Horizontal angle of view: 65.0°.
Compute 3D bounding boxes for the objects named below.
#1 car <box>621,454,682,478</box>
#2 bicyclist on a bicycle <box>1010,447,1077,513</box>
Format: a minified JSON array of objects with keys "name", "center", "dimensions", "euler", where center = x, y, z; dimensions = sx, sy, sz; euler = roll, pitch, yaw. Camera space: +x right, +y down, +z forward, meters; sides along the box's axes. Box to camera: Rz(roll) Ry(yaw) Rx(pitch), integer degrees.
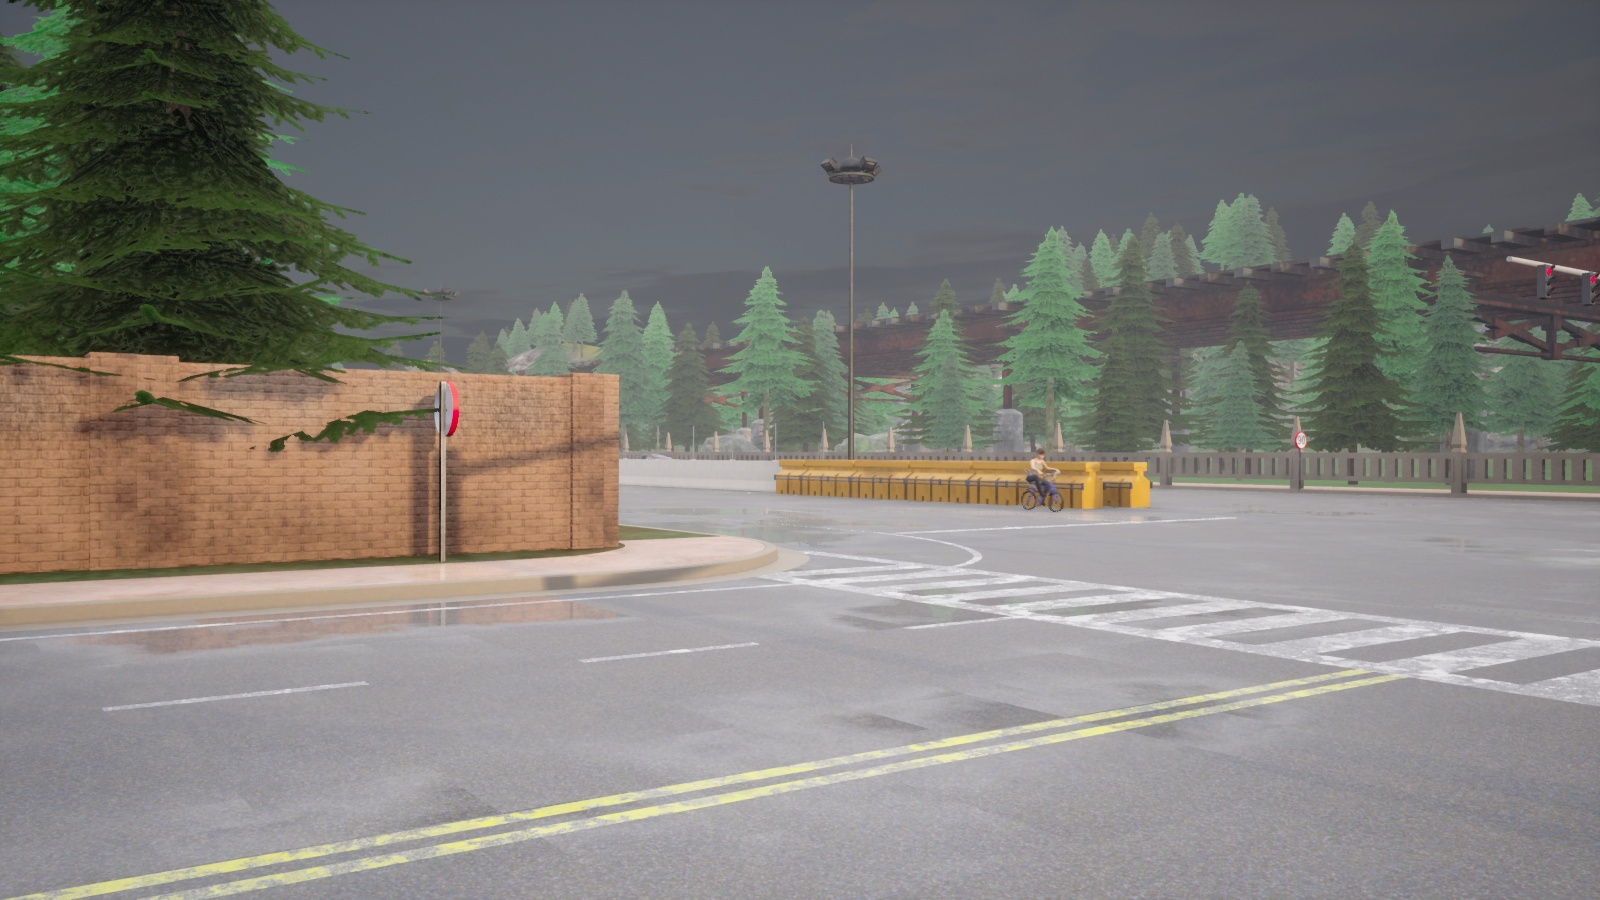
[{"name":"car","center":[-9.423,0.985,79.422],"dimensions":[1.812,1.442,4.674],"euler":[0,0,-35]},{"name":"bicyclist on a bicycle","center":[6.208,0.747,32.082],"dimensions":[0.866,1.612,1.509],"euler":[0,1,-34]}]
